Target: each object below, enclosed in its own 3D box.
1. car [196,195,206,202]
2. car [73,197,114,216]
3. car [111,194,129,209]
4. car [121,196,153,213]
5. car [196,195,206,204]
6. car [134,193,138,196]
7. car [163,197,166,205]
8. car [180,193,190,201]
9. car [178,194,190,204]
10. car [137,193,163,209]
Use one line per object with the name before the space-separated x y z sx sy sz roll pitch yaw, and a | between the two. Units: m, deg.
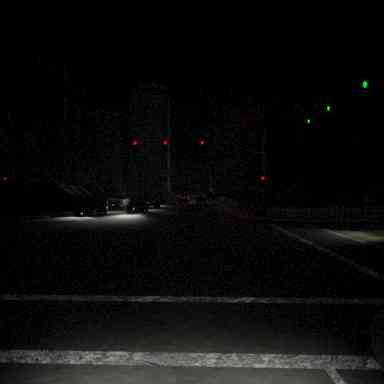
car | 1.995 1.352 74.586 2.128 1.511 4.902 0 0 1
car | -9.734 1.547 32.554 2.033 1.411 5.357 0 0 4
car | -9.409 1.221 42.733 2.150 2.045 5.566 0 0 2
car | -6.046 1.491 37.249 2.128 1.511 4.902 0 0 1
car | 1.763 1.505 65.370 1.837 1.490 4.892 0 0 1
car | -9.037 1.223 57.213 2.150 2.045 5.566 0 0 1
car | -5.526 1.547 57.306 2.033 1.411 5.357 0 0 2
car | -1.505 1.182 74.644 2.097 1.767 4.553 0 0 1
car | -1.720 1.564 66.084 1.994 1.385 4.181 0 0 1
car | -5.803 1.221 46.820 2.150 2.045 5.566 0 0 1
